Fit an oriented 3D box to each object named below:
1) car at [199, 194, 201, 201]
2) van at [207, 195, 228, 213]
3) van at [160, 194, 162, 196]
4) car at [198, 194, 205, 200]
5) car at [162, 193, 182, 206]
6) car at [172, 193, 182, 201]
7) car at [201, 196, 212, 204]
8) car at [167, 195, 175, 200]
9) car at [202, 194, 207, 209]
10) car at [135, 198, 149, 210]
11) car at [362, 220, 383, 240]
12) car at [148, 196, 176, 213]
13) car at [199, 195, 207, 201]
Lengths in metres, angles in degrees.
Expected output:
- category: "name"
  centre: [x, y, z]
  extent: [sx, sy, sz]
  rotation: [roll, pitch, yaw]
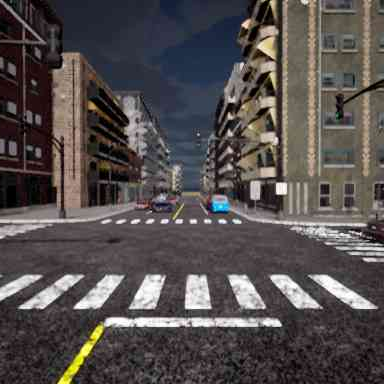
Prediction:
- category: "car"
  centre: [2.711, 1.323, 56.776]
  extent: [1.967, 1.590, 4.097]
  rotation: [-1, 0, 0]
- category: "van"
  centre: [2.829, 1.249, 34.717]
  extent: [1.690, 1.788, 3.998]
  rotation: [-1, 0, 0]
- category: "van"
  centre: [-5.809, 1.221, 67.883]
  extent: [1.690, 1.788, 3.998]
  rotation: [-1, 0, 0]
- category: "car"
  centre: [2.795, 1.333, 95.427]
  extent: [1.967, 1.590, 4.097]
  rotation: [-1, 0, 0]
- category: "car"
  centre: [-3.050, 1.237, 51.358]
  extent: [2.097, 1.767, 4.553]
  rotation: [0, 0, 0]
- category: "car"
  centre: [-2.964, 1.019, 66.885]
  extent: [1.812, 1.442, 4.674]
  rotation: [0, 0, 0]
- category: "car"
  centre: [2.716, 1.426, 62.297]
  extent: [1.887, 1.381, 4.507]
  rotation: [-1, 0, 0]
- category: "car"
  centre: [-5.691, 1.432, 89.975]
  extent: [1.887, 1.381, 4.507]
  rotation: [-1, 0, 0]
- category: "car"
  centre: [2.743, 1.214, 40.214]
  extent: [2.192, 1.841, 5.009]
  rotation: [-1, 0, 0]
- category: "car"
  centre: [-5.820, 1.481, 40.269]
  extent: [1.802, 1.307, 4.206]
  rotation: [-1, 0, 0]
- category: "car"
  centre: [10.507, 1.642, 14.633]
  extent: [5.357, 1.411, 2.033]
  rotation: [1, 1, 0]
- category: "car"
  centre: [-3.073, 1.471, 35.037]
  extent: [1.994, 1.385, 4.181]
  rotation: [0, 0, 0]
- category: "car"
  centre: [2.798, 1.448, 84.385]
  extent: [1.947, 1.339, 4.313]
  rotation: [-1, 0, 0]
